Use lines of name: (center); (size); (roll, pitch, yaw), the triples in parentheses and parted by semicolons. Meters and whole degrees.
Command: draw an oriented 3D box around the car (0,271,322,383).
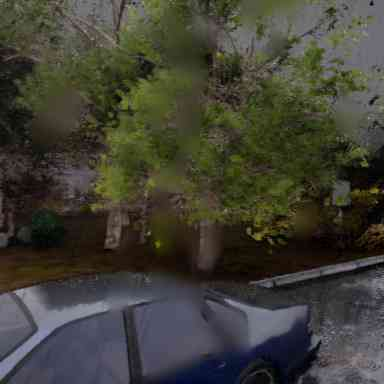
car: (-0.989, 1.557, 2.994); (5.357, 1.411, 2.033); (1, 0, -38)

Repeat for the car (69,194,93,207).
car: (-13.775, 1.410, 43.786); (2.435, 2.045, 5.566); (1, 0, -36)

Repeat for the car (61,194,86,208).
car: (-19.583, 1.425, 54.658); (2.435, 2.045, 5.566); (0, 0, -36)
